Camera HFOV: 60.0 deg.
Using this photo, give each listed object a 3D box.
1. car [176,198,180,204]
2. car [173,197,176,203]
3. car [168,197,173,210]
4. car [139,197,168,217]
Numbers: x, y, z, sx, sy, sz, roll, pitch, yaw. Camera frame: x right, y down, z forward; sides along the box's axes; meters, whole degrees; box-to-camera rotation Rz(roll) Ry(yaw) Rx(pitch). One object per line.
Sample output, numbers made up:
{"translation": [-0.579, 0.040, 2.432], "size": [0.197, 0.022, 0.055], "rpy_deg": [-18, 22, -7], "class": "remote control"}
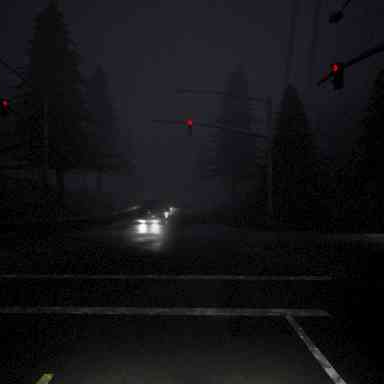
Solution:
{"translation": [-4.138, 1.564, 61.569], "size": [1.994, 1.385, 4.181], "rpy_deg": [0, 0, -39], "class": "car"}
{"translation": [-3.968, 1.491, 50.379], "size": [2.128, 1.511, 4.902], "rpy_deg": [0, 0, -7], "class": "car"}
{"translation": [-3.673, 1.478, 40.228], "size": [1.882, 1.535, 5.008], "rpy_deg": [0, 0, 0], "class": "car"}
{"translation": [-3.672, 1.491, 30.725], "size": [2.128, 1.511, 4.902], "rpy_deg": [0, 0, 0], "class": "car"}
